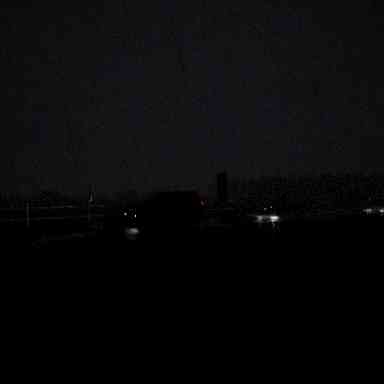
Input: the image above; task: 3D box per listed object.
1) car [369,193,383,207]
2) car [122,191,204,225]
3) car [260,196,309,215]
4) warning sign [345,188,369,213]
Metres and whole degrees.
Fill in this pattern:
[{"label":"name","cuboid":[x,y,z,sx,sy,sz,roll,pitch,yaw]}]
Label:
[{"label":"car","cuboid":[22.070,0.852,37.789,5.008,1.535,1.882,0,0,-33]},{"label":"car","cuboid":[-1.812,0.965,22.059,5.566,2.045,2.150,-1,0,-34]},{"label":"car","cuboid":[7.998,1.091,28.537,4.892,1.490,1.837,-1,0,-33]},{"label":"warning sign","cuboid":[12.469,0.627,25.155,1.060,1.860,1.300,0,-1,-33]}]
